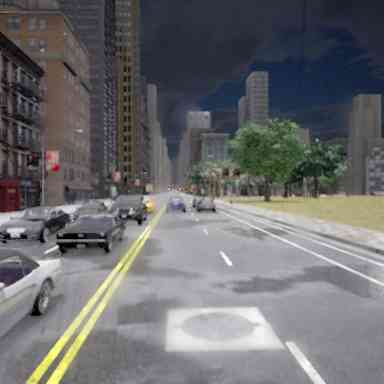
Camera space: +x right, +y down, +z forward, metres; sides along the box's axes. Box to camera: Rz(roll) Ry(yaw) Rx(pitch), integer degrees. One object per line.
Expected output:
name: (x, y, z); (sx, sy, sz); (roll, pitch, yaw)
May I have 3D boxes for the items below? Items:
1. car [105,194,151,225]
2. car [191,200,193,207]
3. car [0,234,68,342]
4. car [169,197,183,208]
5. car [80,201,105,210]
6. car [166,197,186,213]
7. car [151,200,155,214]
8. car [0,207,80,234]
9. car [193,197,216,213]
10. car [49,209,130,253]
car: (-4.486, 1.196, 24.120); (2.150, 2.045, 5.566); (0, 0, -3)
car: (0.987, 1.444, 46.842); (2.033, 1.411, 5.357); (0, 0, -3)
car: (-3.511, 1.611, 4.701); (1.895, 1.301, 4.718); (0, 0, -4)
car: (-2.275, 1.441, 47.104); (1.812, 1.442, 4.674); (0, 0, -3)
car: (-7.842, 1.495, 26.256); (1.837, 1.490, 4.892); (0, 0, -3)
car: (-1.751, 1.285, 36.326); (2.097, 1.767, 4.553); (0, 0, -3)
car: (-4.942, 1.434, 34.587); (1.882, 1.535, 5.008); (0, 0, -2)
car: (-7.350, 1.501, 16.055); (2.128, 1.511, 4.902); (0, 0, -3)
car: (1.495, 1.477, 36.518); (1.994, 1.385, 4.181); (0, 0, -3)
car: (-3.985, 1.594, 13.850); (1.895, 1.301, 4.718); (0, 0, -3)
